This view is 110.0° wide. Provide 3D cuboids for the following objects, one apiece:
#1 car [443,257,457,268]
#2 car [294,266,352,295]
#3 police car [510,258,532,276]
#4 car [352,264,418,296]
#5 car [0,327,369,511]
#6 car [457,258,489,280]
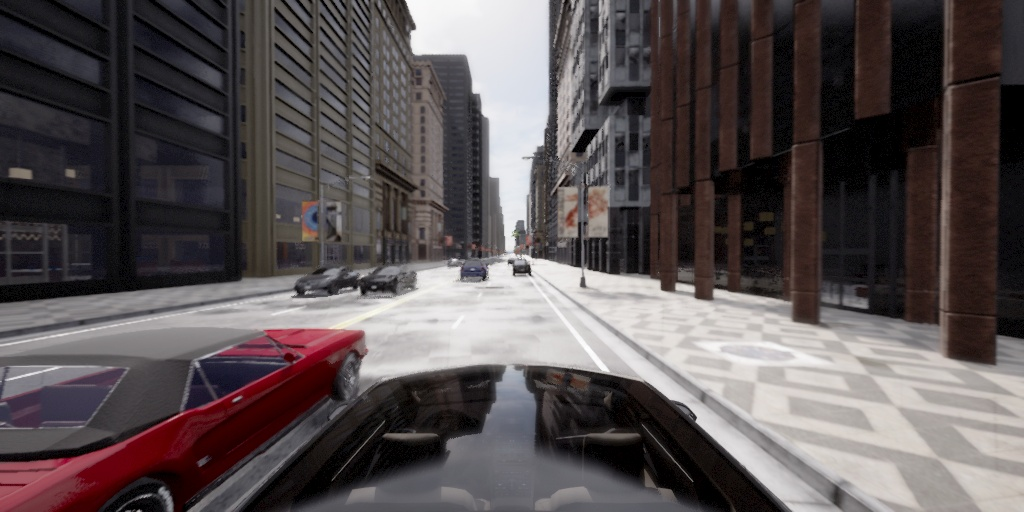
[{"bbox_3d":[-9.772,1.197,60.776,2.128,1.511,4.902,0,0,1],"label":"car"},{"bbox_3d":[-9.844,1.264,19.614,1.812,1.442,4.674,0,0,0],"label":"car"},{"bbox_3d":[0.982,1.150,36.936,1.930,1.638,5.238,0,0,0],"label":"police car"},{"bbox_3d":[-6.594,1.216,19.621,1.882,1.535,5.008,0,0,0],"label":"car"},{"bbox_3d":[-3.149,1.350,3.451,1.895,1.301,4.718,0,0,0],"label":"car"},{"bbox_3d":[-3.145,1.081,30.837,2.097,1.767,4.553,0,0,0],"label":"car"}]
